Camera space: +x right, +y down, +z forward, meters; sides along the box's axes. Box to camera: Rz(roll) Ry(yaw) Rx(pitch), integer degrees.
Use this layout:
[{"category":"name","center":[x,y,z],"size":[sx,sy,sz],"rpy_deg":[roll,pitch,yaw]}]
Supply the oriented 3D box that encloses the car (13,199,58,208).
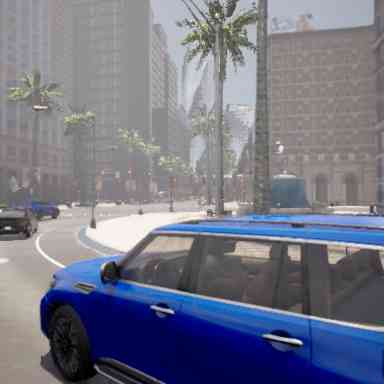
[{"category":"car","center":[-14.812,1.681,31.698],"size":[2.150,2.045,5.566],"rpy_deg":[0,-1,5]}]

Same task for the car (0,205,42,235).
[{"category":"car","center":[-10.436,1.772,19.843],"size":[1.882,1.535,5.008],"rpy_deg":[0,0,-19]}]

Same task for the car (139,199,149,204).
[{"category":"car","center":[-13.539,2.766,94.513],"size":[2.161,1.482,4.786],"rpy_deg":[0,-1,10]}]

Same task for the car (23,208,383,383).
[{"category":"car","center":[0.485,1.266,3.715],"size":[5.566,2.045,2.150],"rpy_deg":[-1,-1,40]}]
